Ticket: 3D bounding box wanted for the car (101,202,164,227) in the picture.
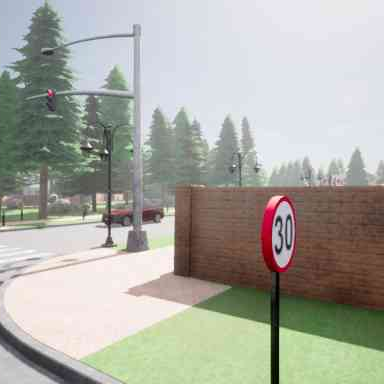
[{"bbox_3d":[-4.012,1.464,23.168,1.882,1.535,5.008,0,0,35],"label":"car"}]
